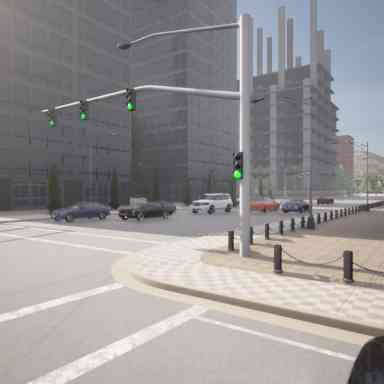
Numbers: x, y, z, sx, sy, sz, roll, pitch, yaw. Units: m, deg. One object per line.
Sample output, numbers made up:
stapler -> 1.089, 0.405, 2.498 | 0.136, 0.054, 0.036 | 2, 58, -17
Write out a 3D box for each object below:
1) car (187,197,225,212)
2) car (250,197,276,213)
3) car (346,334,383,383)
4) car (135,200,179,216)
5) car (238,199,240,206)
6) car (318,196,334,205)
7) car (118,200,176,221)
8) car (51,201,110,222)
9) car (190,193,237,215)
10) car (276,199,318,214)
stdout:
car -> 1.751, 1.436, 39.809 | 2.128, 1.511, 4.902 | 0, 0, 36
car -> 7.755, 1.296, 35.831 | 2.097, 1.767, 4.553 | 0, 0, 36
car -> 3.036, 1.564, 1.803 | 4.181, 1.385, 1.994 | 0, 0, 36
car -> -3.389, 1.508, 32.682 | 1.994, 1.385, 4.181 | 0, 0, 36
car -> 8.210, 1.422, 42.772 | 1.882, 1.535, 5.008 | 0, 0, 36
car -> 22.836, 1.422, 56.775 | 1.882, 1.535, 5.008 | 0, 0, 36
car -> -3.599, 1.545, 26.404 | 1.895, 1.301, 4.718 | 0, 0, 36
car -> -8.468, 1.470, 25.645 | 1.812, 1.442, 4.674 | 0, 0, 38
car -> 2.109, 1.166, 34.319 | 2.150, 2.045, 5.566 | 0, 0, 36
car -> 10.941, 1.492, 34.267 | 2.033, 1.411, 5.357 | 0, 0, 36
